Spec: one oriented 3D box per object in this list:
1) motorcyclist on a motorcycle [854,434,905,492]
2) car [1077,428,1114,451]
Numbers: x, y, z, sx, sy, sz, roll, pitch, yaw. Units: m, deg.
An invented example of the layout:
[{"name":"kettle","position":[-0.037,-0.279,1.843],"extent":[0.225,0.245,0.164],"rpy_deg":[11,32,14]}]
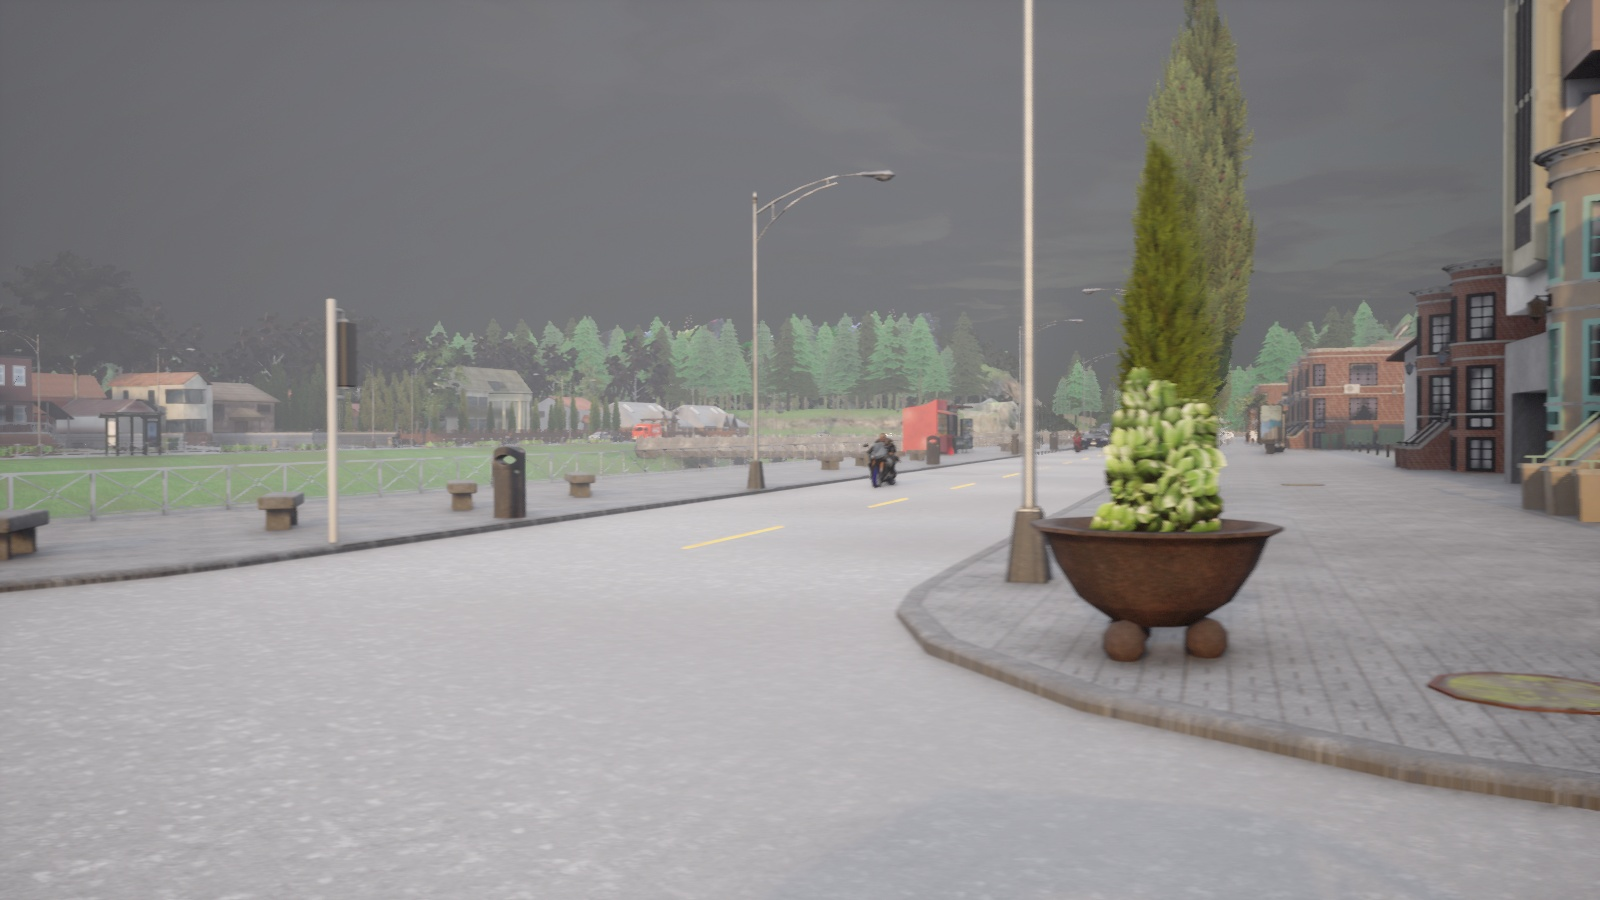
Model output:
[{"name":"motorcyclist on a motorcycle","position":[2.196,0.319,34.401],"extent":[0.866,1.530,2.191],"rpy_deg":[1,1,19]},{"name":"car","position":[21.862,-0.798,92.788],"extent":[2.152,1.651,5.027],"rpy_deg":[1,1,19]}]
